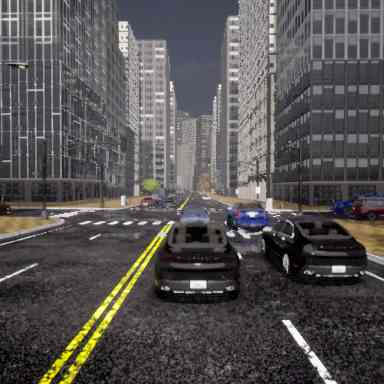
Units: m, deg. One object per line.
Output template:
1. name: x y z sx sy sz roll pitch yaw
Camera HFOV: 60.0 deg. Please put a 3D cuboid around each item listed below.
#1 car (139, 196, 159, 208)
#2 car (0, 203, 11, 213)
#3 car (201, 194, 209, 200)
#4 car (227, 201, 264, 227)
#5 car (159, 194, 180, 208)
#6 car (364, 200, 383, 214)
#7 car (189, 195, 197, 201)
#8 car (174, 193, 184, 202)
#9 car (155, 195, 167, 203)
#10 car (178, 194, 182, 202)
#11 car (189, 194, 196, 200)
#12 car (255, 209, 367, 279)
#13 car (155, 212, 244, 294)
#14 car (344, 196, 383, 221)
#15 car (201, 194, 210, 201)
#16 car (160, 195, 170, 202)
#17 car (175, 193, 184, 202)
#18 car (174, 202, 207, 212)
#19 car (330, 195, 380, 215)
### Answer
1. car: -6.458 1.503 49.030 1.812 1.442 4.674 0 0 2
2. car: -20.030 1.323 31.779 5.008 1.535 1.882 1 1 1
3. car: 3.491 1.430 90.805 1.837 1.490 4.892 0 0 0
4. car: 3.405 1.345 20.902 2.097 1.767 4.553 0 0 0
5. car: -3.212 1.482 48.258 1.837 1.490 4.892 0 0 0
6. car: 21.907 1.652 36.765 4.829 1.417 1.752 1 0 1
7. car: 0.213 1.469 80.168 1.812 1.442 4.674 0 0 0
8. car: -3.043 1.173 77.870 2.150 2.045 5.566 0 0 0
9. car: -6.339 1.437 67.639 1.882 1.535 5.008 0 0 0
10. car: -3.180 1.474 57.597 1.837 1.490 4.892 0 0 0
11. car: 0.240 1.409 90.162 1.882 1.535 5.008 0 0 0
12. car: 3.377 1.504 10.057 1.837 1.490 4.892 0 0 0
13. car: 0.121 1.504 8.768 1.837 1.490 4.892 0 0 0
14. car: 16.276 1.526 28.494 5.009 1.841 2.192 1 0 1
15. car: 3.465 1.539 80.871 1.895 1.301 4.718 0 0 0
16. car: -6.293 1.472 77.909 1.812 1.442 4.674 0 0 0
17. car: -3.095 1.485 67.418 1.812 1.442 4.674 0 0 1
18. car: 0.097 1.542 19.463 2.033 1.411 5.357 0 0 -2
19. car: 17.296 1.349 34.252 5.566 2.045 2.150 1 1 2
